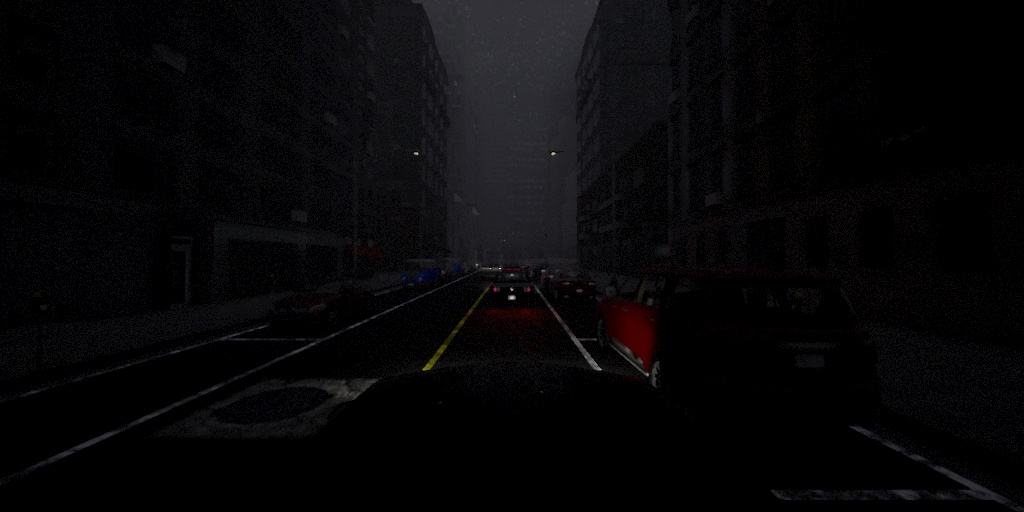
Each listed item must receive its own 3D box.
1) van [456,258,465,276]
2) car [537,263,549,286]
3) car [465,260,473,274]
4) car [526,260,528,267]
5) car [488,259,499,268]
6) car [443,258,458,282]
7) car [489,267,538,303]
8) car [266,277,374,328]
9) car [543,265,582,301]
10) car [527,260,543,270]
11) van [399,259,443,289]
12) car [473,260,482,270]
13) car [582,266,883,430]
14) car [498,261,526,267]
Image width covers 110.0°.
[{"bbox_3d":[-5.762,1.090,33.778,1.690,1.789,3.998,0,0,0],"label":"van"},{"bbox_3d":[2.764,1.333,22.559,1.802,1.307,4.207,0,0,0],"label":"car"},{"bbox_3d":[-5.762,1.298,39.388,2.007,1.370,4.403,0,0,0],"label":"car"},{"bbox_3d":[2.763,1.293,39.387,1.888,1.381,4.507,0,0,0],"label":"car"},{"bbox_3d":[-3.001,1.235,61.166,1.882,1.535,5.008,0,1,0],"label":"car"},{"bbox_3d":[-5.762,1.190,28.169,1.967,1.591,4.097,0,0,0],"label":"car"},{"bbox_3d":[0.000,1.368,16.531,1.895,1.301,4.718,0,0,0],"label":"car"},{"bbox_3d":[-5.762,1.332,11.340,1.802,1.307,4.207,0,0,0],"label":"car"},{"bbox_3d":[2.764,1.296,16.949,1.888,1.381,4.507,0,0,0],"label":"car"},{"bbox_3d":[2.764,1.315,33.777,1.948,1.339,4.313,0,0,0],"label":"car"},{"bbox_3d":[-5.762,1.091,22.560,1.690,1.789,3.998,0,0,0],"label":"van"},{"bbox_3d":[-5.762,1.293,50.607,2.007,1.370,4.403,0,0,0],"label":"car"},{"bbox_3d":[2.764,1.063,5.730,2.192,1.841,5.009,0,0,0],"label":"car"},{"bbox_3d":[0.000,1.267,31.502,1.837,1.490,4.892,0,0,0],"label":"car"}]
